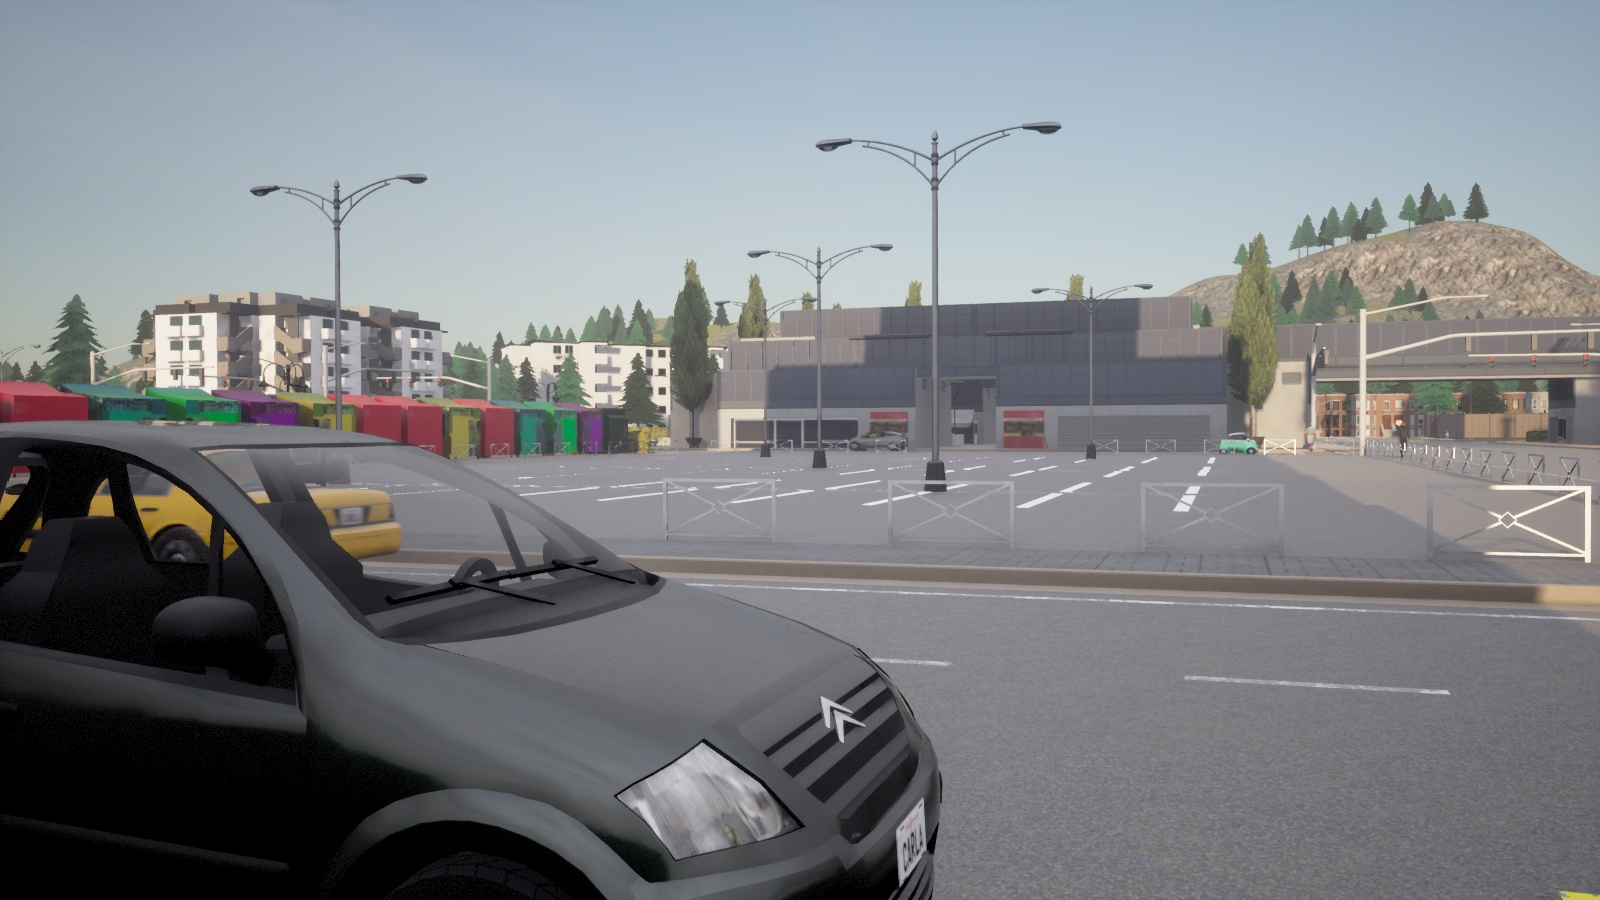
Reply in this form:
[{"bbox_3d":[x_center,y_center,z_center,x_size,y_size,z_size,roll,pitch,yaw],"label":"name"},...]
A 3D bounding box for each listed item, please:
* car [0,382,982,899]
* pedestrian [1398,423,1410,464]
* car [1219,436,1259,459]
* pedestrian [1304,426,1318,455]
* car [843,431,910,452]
[{"bbox_3d":[-1.613,0.659,3.733,3.988,1.617,1.851,1,1,19],"label":"car"},{"bbox_3d":[28.958,-0.315,60.227,0.423,1.949,0.788,1,1,18],"label":"pedestrian"},{"bbox_3d":[25.909,-0.153,74.125,2.207,1.376,1.481,0,1,20],"label":"car"},{"bbox_3d":[34.540,-0.631,84.924,0.659,1.952,0.873,0,1,8],"label":"pedestrian"},{"bbox_3d":[5.663,-0.636,92.797,4.514,1.525,2.007,1,1,20],"label":"car"}]
